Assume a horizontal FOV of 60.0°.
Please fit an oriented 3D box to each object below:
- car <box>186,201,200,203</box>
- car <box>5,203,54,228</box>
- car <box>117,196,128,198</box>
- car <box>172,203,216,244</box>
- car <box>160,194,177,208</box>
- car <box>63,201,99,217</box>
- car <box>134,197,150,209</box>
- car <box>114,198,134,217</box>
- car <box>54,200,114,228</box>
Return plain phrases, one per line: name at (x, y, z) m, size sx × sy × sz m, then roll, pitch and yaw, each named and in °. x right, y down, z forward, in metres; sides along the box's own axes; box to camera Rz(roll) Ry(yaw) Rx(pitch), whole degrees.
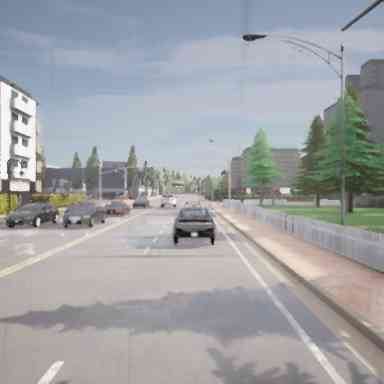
car at (0.097, 1.631, 36.706) m, size 1.895 × 1.301 × 4.718 m, roll 0°, pitch 0°, yaw 0°
car at (-10.593, 1.523, 22.505) m, size 1.837 × 1.490 × 4.892 m, roll 0°, pitch 0°, yaw 0°
car at (-10.510, 1.390, 49.677) m, size 2.097 × 1.767 × 4.553 m, roll 0°, pitch 0°, yaw 0°
car at (0.099, 1.505, 15.946) m, size 2.128 × 1.511 × 4.902 m, roll 0°, pitch 0°, yaw 0°
car at (-3.504, 1.262, 50.132) m, size 2.150 × 2.045 × 5.566 m, roll 0°, pitch 0°, yaw 0°
car at (-10.591, 1.590, 32.031) m, size 1.994 × 1.385 × 4.181 m, roll 0°, pitch 0°, yaw 0°
car at (-7.038, 1.515, 46.444) m, size 1.882 × 1.535 × 5.008 m, roll 0°, pitch 0°, yaw 0°
car at (-7.089, 1.589, 31.391) m, size 1.994 × 1.385 × 4.181 m, roll 0°, pitch 0°, yaw 1°
car at (-7.096, 1.510, 22.460) m, size 2.128 × 1.511 × 4.902 m, roll 0°, pitch 0°, yaw 0°
